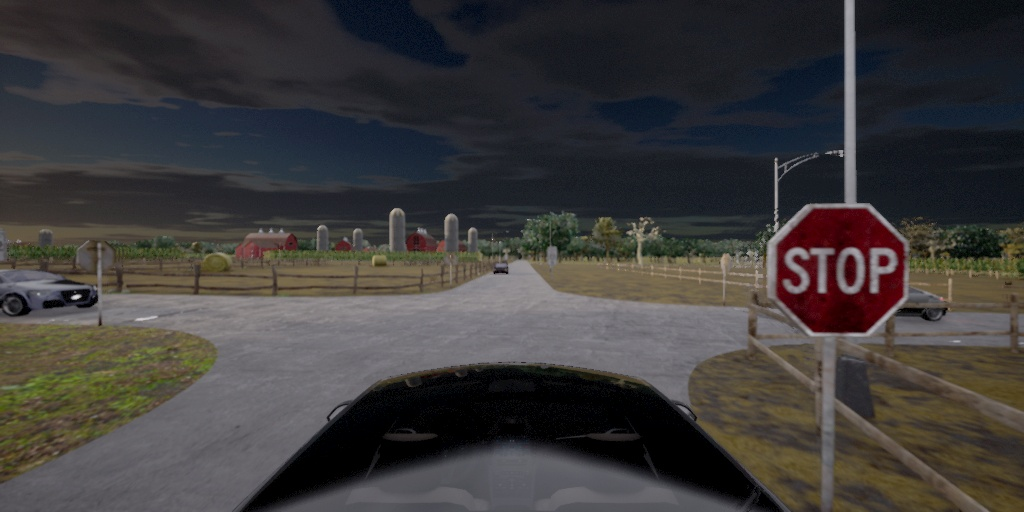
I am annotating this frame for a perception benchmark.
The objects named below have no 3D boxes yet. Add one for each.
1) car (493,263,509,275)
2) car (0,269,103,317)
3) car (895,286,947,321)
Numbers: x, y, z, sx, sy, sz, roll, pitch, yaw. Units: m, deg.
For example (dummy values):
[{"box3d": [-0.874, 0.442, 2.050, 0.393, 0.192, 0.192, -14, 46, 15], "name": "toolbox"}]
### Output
[{"box3d": [-1.302, 1.571, 44.167, 2.033, 1.411, 5.357, 0, 0, 2], "name": "car"}, {"box3d": [-16.441, 1.145, 11.906, 4.181, 1.385, 1.994, 1, 0, 0], "name": "car"}, {"box3d": [14.044, 1.671, 14.041, 4.181, 1.385, 1.994, 1, 0, 2], "name": "car"}]
